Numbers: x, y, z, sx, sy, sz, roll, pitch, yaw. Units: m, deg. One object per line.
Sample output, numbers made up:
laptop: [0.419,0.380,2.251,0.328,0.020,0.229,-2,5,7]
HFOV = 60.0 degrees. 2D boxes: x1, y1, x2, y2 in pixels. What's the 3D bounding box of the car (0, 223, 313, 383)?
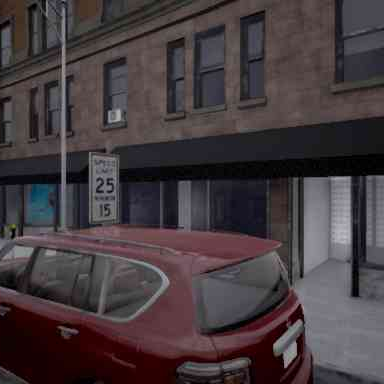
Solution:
car: [-1.191,1.315,3.931,5.009,1.841,2.192,0,0,36]
